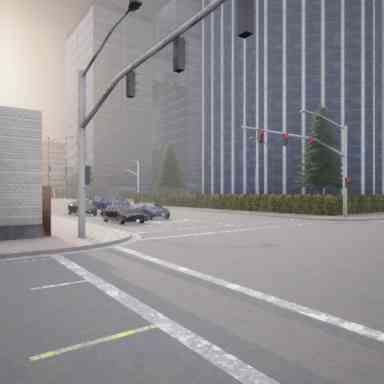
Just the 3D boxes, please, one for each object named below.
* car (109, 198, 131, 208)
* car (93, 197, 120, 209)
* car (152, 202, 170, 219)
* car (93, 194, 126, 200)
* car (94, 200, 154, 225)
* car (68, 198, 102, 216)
[{"bbox_3d":[-11.270,1.619,51.878,1.994,1.385,4.181,0,0,-36],"label":"car"},{"bbox_3d":[-12.198,1.547,47.172,2.128,1.511,4.902,0,0,-36],"label":"car"},{"bbox_3d":[-3.705,1.581,29.051,1.812,1.442,4.674,0,0,-36],"label":"car"},{"bbox_3d":[-9.368,1.277,36.922,2.150,2.045,5.566,0,0,-36],"label":"car"},{"bbox_3d":[-5.299,1.603,25.237,2.033,1.411,5.357,0,0,-36],"label":"car"},{"bbox_3d":[-10.970,1.560,33.146,1.837,1.490,4.892,0,0,-36],"label":"car"}]
